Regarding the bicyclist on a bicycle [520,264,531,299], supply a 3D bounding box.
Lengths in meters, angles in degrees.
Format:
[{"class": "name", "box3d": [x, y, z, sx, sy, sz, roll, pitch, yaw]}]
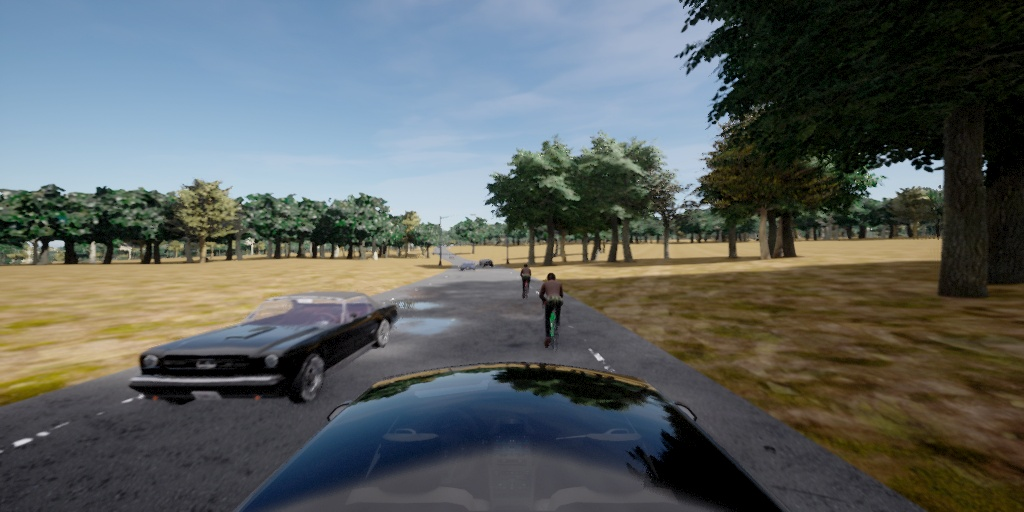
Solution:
[{"class": "bicyclist on a bicycle", "box3d": [0.667, 1.212, 16.981, 0.582, 1.620, 1.656, 0, 0, -2]}]

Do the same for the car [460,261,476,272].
[{"class": "car", "box3d": [-6.025, 1.407, 49.257, 1.994, 1.385, 4.181, 0, 0, -6]}]

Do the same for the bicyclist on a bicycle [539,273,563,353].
[{"class": "bicyclist on a bicycle", "box3d": [0.887, 1.203, 7.919, 0.582, 1.620, 1.656, 0, 0, -1]}]

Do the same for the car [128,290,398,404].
[{"class": "car", "box3d": [-3.662, 1.351, 6.467, 1.895, 1.301, 4.718, 0, 0, -1]}]
